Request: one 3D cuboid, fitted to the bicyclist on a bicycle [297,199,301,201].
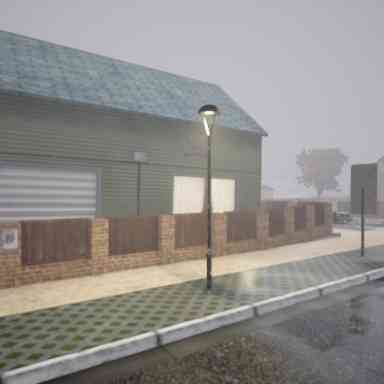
[{"bbox_3d":[10.275,1.453,31.719,1.656,1.620,0.582,1,-1,-34],"label":"bicyclist on a bicycle"}]

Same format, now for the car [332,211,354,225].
[{"bbox_3d":[8.749,1.592,23.427,1.895,1.301,4.718,2,-1,-34],"label":"car"}]
